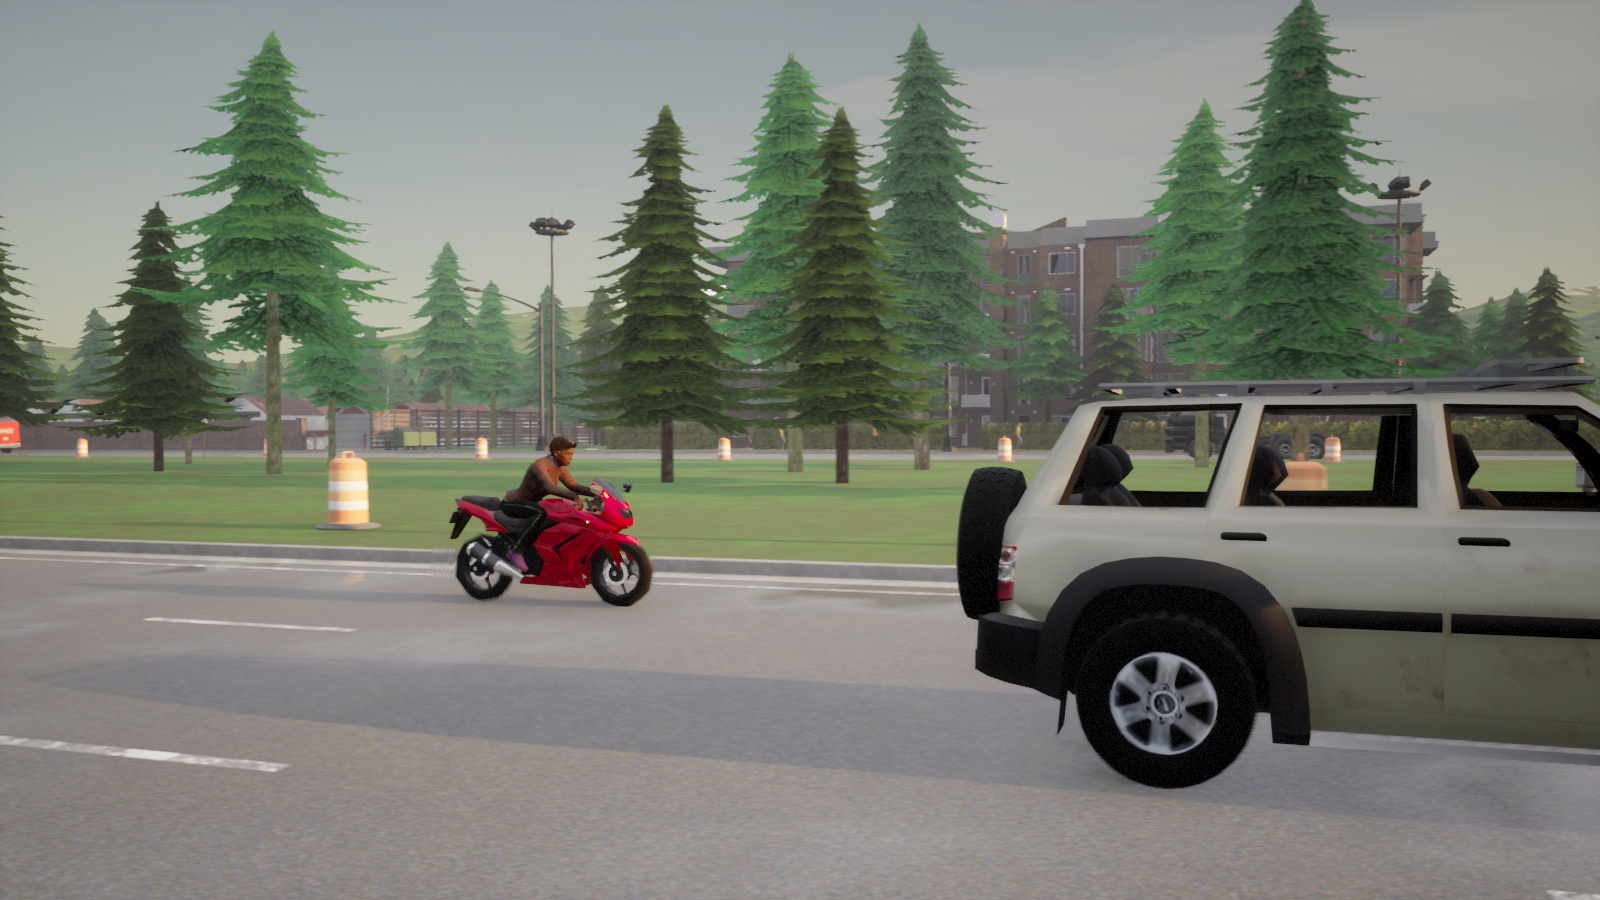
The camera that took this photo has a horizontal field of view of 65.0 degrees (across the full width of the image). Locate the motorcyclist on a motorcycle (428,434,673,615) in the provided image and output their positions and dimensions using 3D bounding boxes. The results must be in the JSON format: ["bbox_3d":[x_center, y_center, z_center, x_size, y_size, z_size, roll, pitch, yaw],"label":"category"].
[{"bbox_3d":[-2.247,0.619,11.334,2.044,1.523,0.797,1,1,19],"label":"motorcyclist on a motorcycle"}]

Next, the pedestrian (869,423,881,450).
[{"bbox_3d":[5.093,-0.894,85.497,0.726,1.835,0.370,1,1,20],"label":"pedestrian"}]

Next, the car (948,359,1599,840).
[{"bbox_3d":[3.158,0.562,5.821,4.605,1.855,1.932,1,1,19],"label":"car"}]
